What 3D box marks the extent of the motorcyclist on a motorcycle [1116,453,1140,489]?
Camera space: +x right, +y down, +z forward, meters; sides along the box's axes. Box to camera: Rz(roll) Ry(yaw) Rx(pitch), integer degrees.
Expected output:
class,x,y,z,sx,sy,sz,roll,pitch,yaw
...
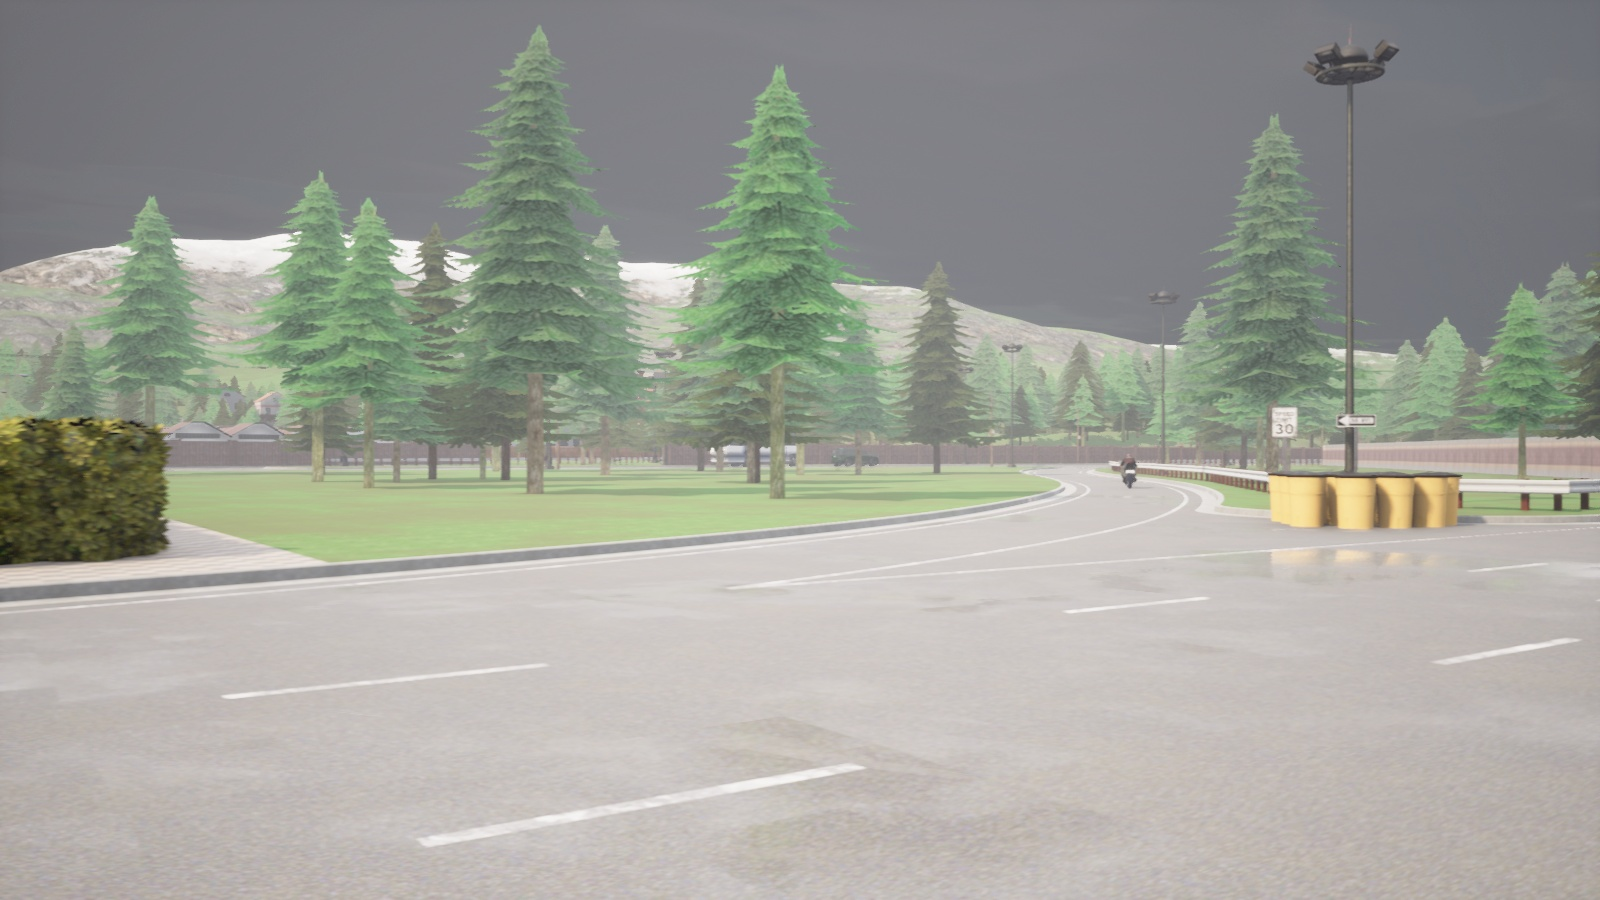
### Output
class,x,y,z,sx,sy,sz,roll,pitch,yaw
motorcyclist on a motorcycle,14.280,0.884,54.681,0.866,1.530,2.191,0,0,11
